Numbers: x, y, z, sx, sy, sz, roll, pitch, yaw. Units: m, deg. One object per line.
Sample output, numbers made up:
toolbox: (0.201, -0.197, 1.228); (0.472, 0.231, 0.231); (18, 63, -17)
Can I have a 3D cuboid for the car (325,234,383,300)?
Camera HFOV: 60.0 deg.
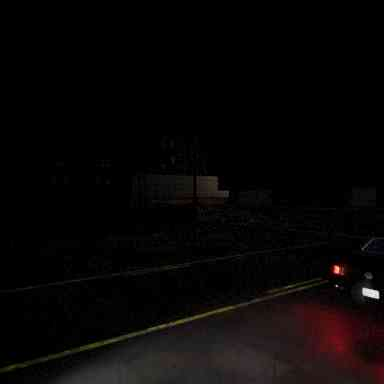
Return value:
car: (5.127, 1.601, 7.509); (4.718, 1.301, 1.895); (0, 0, -36)
